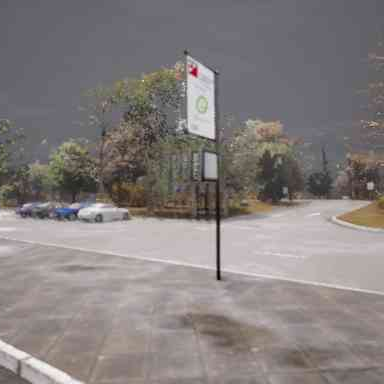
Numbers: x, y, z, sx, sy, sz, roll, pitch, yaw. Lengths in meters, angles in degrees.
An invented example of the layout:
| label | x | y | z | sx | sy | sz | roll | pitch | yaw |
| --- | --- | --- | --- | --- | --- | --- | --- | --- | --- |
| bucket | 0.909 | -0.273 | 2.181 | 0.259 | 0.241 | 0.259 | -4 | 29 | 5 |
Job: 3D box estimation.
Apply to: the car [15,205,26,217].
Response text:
| label | x | y | z | sx | sy | sz | roll | pitch | yaw |
| --- | --- | --- | --- | --- | --- | --- | --- | --- | --- |
| car | -15.142 | 1.758 | 33.327 | 2.002 | 1.452 | 4.674 | -1 | 0 | 36 |

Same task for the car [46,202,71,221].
| label | x | y | z | sx | sy | sz | roll | pitch | yaw |
| --- | --- | --- | --- | --- | --- | --- | --- | --- | --- |
| car | -9.806 | 1.665 | 29.530 | 2.097 | 1.535 | 5.008 | -1 | 0 | 36 |

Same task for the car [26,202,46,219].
| label | x | y | z | sx | sy | sz | roll | pitch | yaw |
| --- | --- | --- | --- | --- | --- | --- | --- | --- | --- |
| car | -12.477 | 1.693 | 31.422 | 2.231 | 1.521 | 4.892 | -1 | 0 | 36 |

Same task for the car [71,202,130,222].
| label | x | y | z | sx | sy | sz | roll | pitch | yaw |
| --- | --- | --- | --- | --- | --- | --- | --- | --- | --- |
| car | -7.247 | 1.680 | 27.694 | 2.002 | 1.452 | 4.674 | -1 | 0 | 36 |
